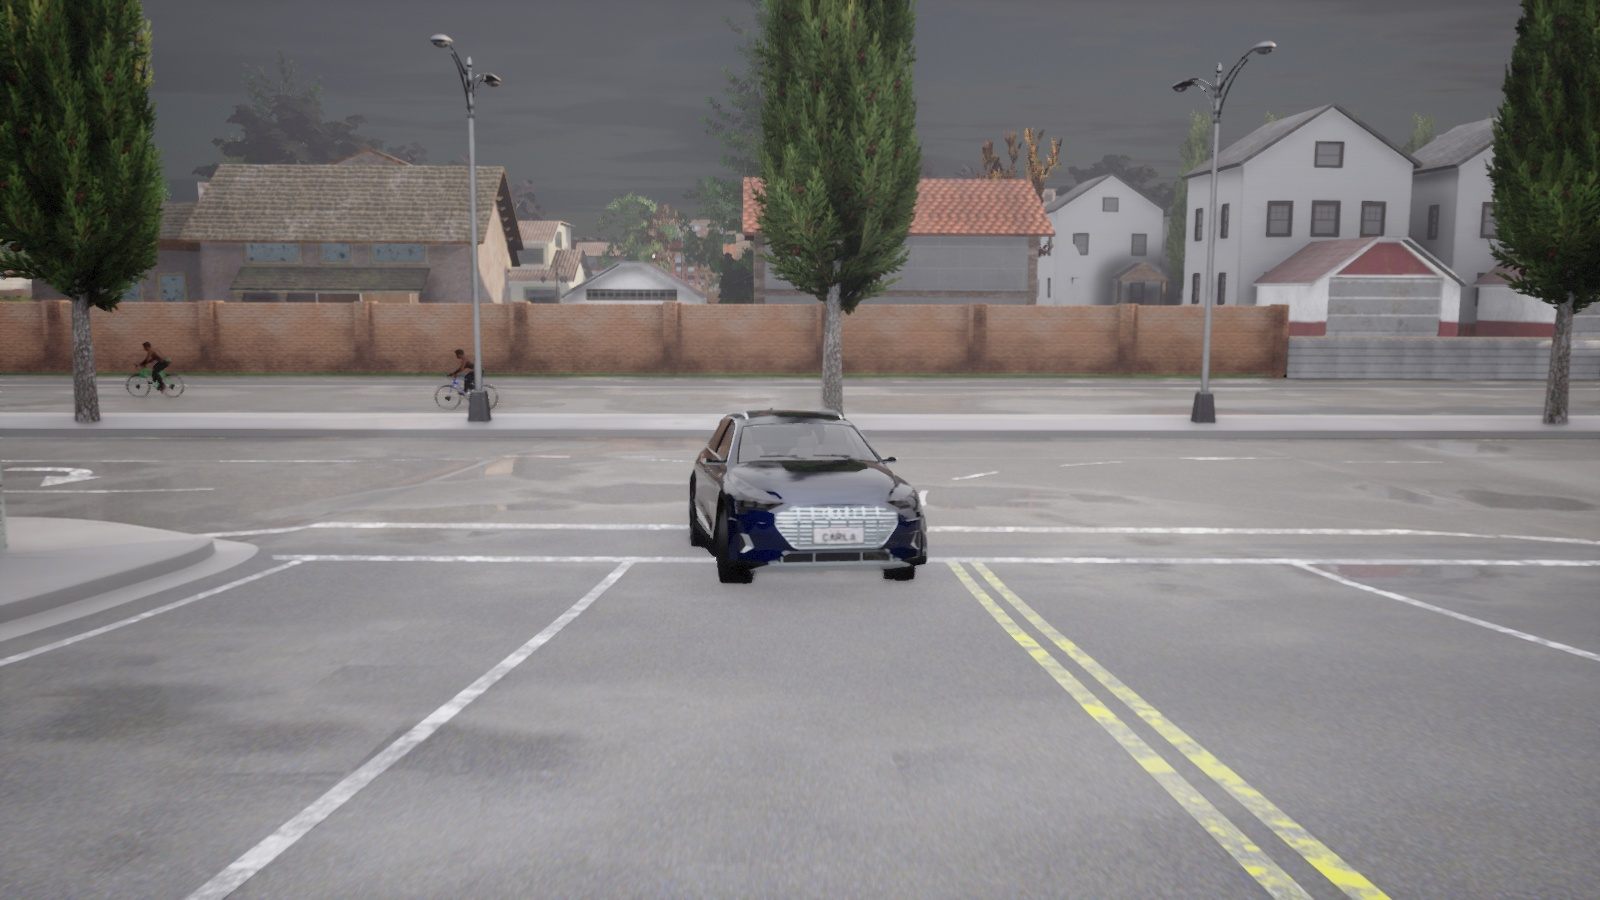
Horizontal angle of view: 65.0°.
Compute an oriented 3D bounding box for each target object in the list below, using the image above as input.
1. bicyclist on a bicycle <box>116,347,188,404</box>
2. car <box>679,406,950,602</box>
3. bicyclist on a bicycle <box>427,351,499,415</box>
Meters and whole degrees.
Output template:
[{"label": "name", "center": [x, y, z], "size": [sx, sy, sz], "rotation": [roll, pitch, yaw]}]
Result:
[{"label": "bicyclist on a bicycle", "center": [-18.724, -2.158, 36.308], "size": [1.656, 1.620, 0.582], "rotation": [-1, 7, -1]}, {"label": "car", "center": [-0.079, 0.381, 13.455], "size": [2.033, 1.649, 4.856], "rotation": [-1, 3, -10]}, {"label": "bicyclist on a bicycle", "center": [-8.857, -1.771, 33.055], "size": [1.656, 1.620, 0.582], "rotation": [-1, 7, -1]}]
